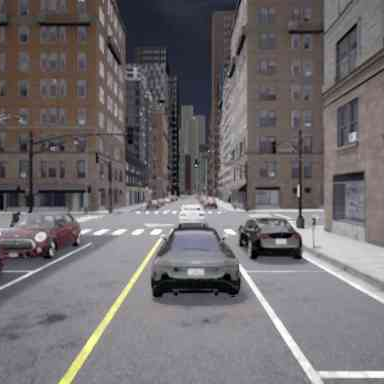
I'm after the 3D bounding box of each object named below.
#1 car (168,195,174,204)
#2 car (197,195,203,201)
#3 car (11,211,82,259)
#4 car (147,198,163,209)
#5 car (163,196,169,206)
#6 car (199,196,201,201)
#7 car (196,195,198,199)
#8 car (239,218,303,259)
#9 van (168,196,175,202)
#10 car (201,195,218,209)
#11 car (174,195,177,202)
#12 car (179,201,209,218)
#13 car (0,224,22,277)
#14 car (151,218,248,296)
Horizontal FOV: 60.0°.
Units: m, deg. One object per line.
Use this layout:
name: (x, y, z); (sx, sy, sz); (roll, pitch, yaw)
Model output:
car: (-5.774, 1.939, 76.589); (1.752, 1.417, 4.829); (0, 0, 0)
car: (2.754, 1.816, 71.361); (1.967, 1.590, 4.097); (0, 0, 0)
car: (-5.700, 1.493, 12.615); (1.967, 1.590, 4.097); (0, 0, 0)
car: (-5.756, 1.822, 49.717); (1.802, 1.307, 4.206); (0, 0, 0)
car: (-5.763, 1.855, 60.534); (2.008, 1.369, 4.403); (0, 0, 0)
car: (2.762, 1.855, 60.543); (2.008, 1.369, 4.403); (0, 0, 0)
car: (2.747, 1.897, 82.179); (1.967, 1.590, 4.097); (0, 0, 0)
car: (2.826, 1.619, 12.635); (1.947, 1.339, 4.313); (0, 0, 0)
van: (-5.786, 1.887, 92.986); (1.690, 1.788, 3.998); (0, 0, 0)
car: (2.768, 1.680, 49.726); (1.967, 1.590, 4.097); (0, 0, 0)
car: (-5.782, 1.815, 87.578); (2.192, 1.841, 5.009); (0, 0, 0)
car: (0.035, 1.624, 23.380); (1.812, 1.442, 4.674); (0, 0, 0)
car: (-5.686, 1.612, 7.113); (1.802, 1.307, 4.206); (0, 0, 0)
car: (0.070, 1.601, 8.767); (1.994, 1.385, 4.181); (0, 0, 0)
